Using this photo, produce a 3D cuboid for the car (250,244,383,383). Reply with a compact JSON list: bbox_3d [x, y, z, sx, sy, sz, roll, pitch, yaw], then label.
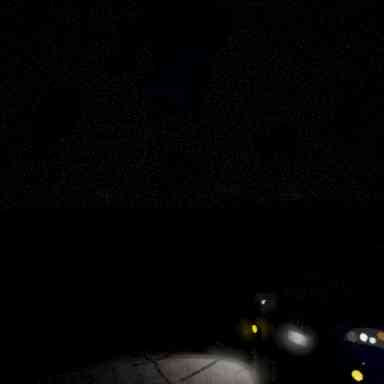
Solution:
[{"bbox_3d":[2.879,1.563,5.136,4.181,1.385,1.994,0,0,-36],"label":"car"}]
